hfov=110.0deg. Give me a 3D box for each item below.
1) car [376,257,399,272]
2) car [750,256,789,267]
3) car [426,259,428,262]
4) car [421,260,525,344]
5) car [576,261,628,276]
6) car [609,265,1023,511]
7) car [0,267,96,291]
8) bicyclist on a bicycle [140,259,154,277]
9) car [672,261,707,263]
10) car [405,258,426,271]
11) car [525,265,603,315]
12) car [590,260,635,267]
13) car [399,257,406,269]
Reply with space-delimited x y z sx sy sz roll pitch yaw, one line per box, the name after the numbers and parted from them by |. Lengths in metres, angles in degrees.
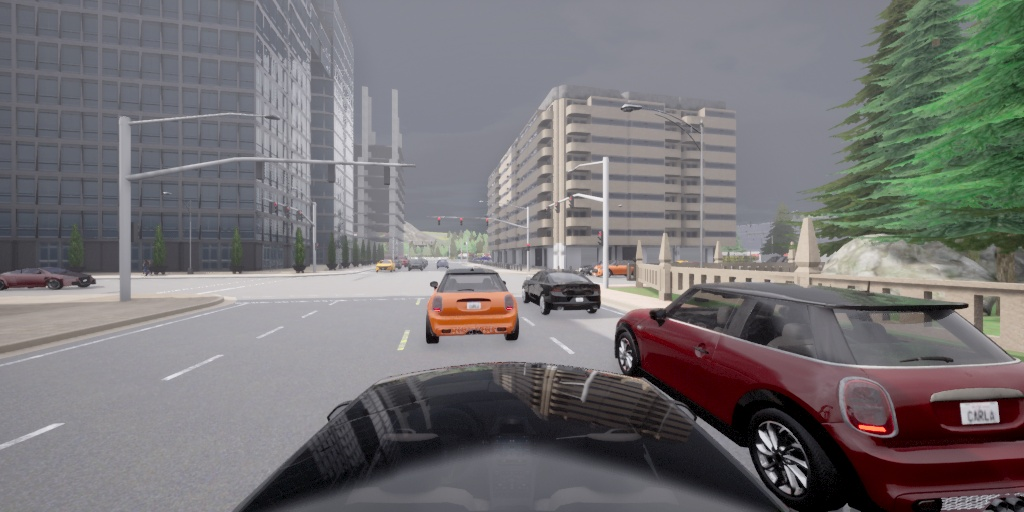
-15.877 1.227 45.211 1.882 1.535 5.008 0 0 -12 | car
29.266 1.027 38.839 5.566 2.045 2.150 0 0 -12 | car
-14.919 1.314 57.554 1.994 1.385 4.181 0 0 -12 | car
-1.178 1.102 9.891 2.097 1.767 4.553 0 0 -10 | car
9.491 1.297 38.085 4.902 1.511 2.128 0 0 -12 | car
3.017 1.102 4.586 2.097 1.767 4.553 0 0 -6 | car
-28.975 1.369 22.267 4.181 1.385 1.994 0 0 -12 | car
-33.988 1.106 33.434 0.582 1.620 1.656 0 0 -12 | bicyclist on a bicycle
18.813 1.331 36.537 4.674 1.442 1.812 0 0 -12 | car
-13.068 1.254 48.851 1.837 1.490 4.892 0 0 -12 | car
1.690 1.228 13.752 1.882 1.535 5.008 0 0 -10 | car
10.040 1.157 34.619 4.553 1.767 2.097 0 0 -12 | car
-17.837 1.241 54.425 2.128 1.511 4.902 0 0 -12 | car
